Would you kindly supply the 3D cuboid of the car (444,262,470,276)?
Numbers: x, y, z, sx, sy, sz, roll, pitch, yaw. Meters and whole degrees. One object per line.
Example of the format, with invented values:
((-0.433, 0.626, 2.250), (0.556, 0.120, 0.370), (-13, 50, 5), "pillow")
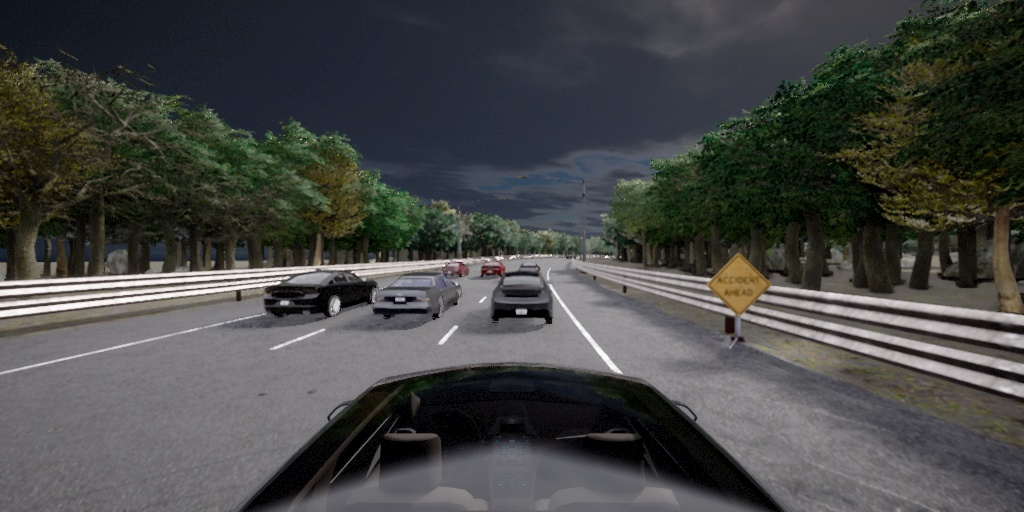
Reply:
((-5.272, 1.260, 33.725), (1.812, 1.442, 4.674), (0, 0, 5), "car")

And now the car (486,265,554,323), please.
((0.363, 1.261, 12.247), (1.837, 1.490, 4.892), (0, 1, 2), "car")

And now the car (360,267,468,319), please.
((-3.114, 1.301, 12.831), (2.033, 1.411, 5.357), (0, 0, 2), "car")

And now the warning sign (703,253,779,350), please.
((4.643, 0.870, 7.368), (1.300, 1.860, 1.060), (0, 0, 1), "warning sign")

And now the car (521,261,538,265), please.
((1.643, 1.228, 32.472), (2.128, 1.511, 4.902), (0, 0, 5), "car")

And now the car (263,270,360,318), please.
((-6.606, 1.229, 13.066), (1.882, 1.535, 5.008), (0, 0, 2), "car")

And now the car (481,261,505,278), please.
((-1.718, 1.210, 34.171), (1.882, 1.535, 5.008), (0, 0, 5), "car")
